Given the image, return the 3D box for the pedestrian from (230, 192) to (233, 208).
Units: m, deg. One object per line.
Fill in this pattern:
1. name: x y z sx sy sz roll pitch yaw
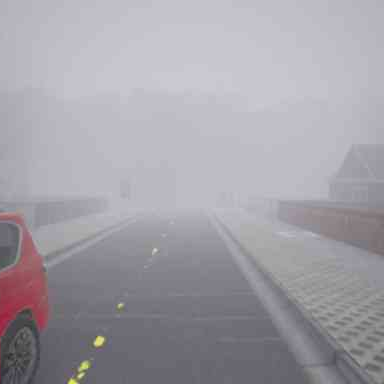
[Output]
1. pedestrian: 4.504 0.927 37.655 0.375 1.860 0.375 -1 2 0

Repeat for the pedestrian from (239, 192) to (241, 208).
1. pedestrian: 5.503 0.924 38.255 0.375 1.860 0.375 -1 2 0

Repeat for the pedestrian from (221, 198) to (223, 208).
1. pedestrian: 3.503 1.311 38.866 0.500 1.100 0.500 -1 2 0

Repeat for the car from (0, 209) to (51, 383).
1. car: -2.849 1.210 1.972 2.150 2.045 5.566 0 0 0
